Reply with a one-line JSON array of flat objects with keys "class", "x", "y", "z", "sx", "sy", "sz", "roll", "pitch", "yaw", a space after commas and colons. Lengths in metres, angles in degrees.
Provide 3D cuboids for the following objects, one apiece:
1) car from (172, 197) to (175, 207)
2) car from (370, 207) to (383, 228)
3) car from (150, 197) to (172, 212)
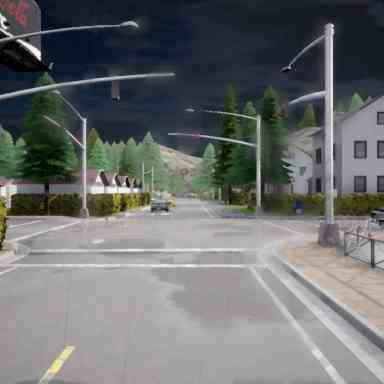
[{"class": "car", "x": -3.594, "y": 1.478, "z": 50.359, "sx": 1.882, "sy": 1.535, "sz": 5.008, "roll": 0, "pitch": 0, "yaw": 0}, {"class": "car", "x": 12.295, "y": 1.300, "z": 17.956, "sx": 4.902, "sy": 1.511, "sz": 2.128, "roll": 0, "pitch": 0, "yaw": -1}, {"class": "car", "x": -3.595, "y": 1.526, "z": 38.168, "sx": 1.812, "sy": 1.442, "sz": 4.674, "roll": 0, "pitch": 0, "yaw": 0}]
